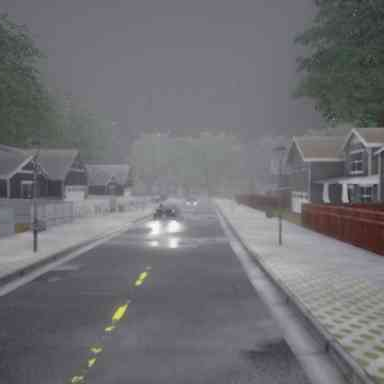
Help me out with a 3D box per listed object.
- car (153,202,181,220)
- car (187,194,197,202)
[{"bbox_3d":[-2.045,1.524,27.702,1.895,1.301,4.718,0,0,3],"label":"car"},{"bbox_3d":[0.001,1.287,68.797,1.837,1.490,4.892,0,0,3],"label":"car"}]
